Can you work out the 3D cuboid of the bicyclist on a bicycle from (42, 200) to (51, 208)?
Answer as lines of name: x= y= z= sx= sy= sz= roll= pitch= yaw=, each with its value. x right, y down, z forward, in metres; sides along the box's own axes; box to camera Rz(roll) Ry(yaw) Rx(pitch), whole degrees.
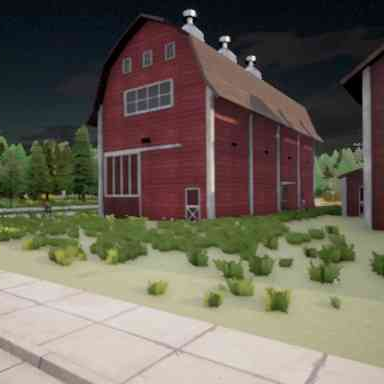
bicyclist on a bicycle: x=-13.965 y=1.622 z=32.007 sx=1.656 sy=1.620 sz=0.582 roll=-1 pitch=-1 yaw=36
